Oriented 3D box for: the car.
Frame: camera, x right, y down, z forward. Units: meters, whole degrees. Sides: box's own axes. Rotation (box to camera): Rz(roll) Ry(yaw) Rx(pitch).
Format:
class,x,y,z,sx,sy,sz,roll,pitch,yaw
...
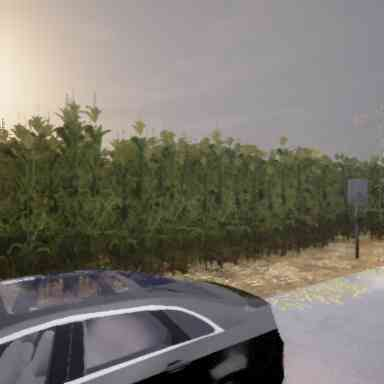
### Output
class,x,y,z,sx,sy,sz,roll,pitch,yaw
car,-1.366,1.493,2.523,4.902,1.511,2.128,0,0,-35
